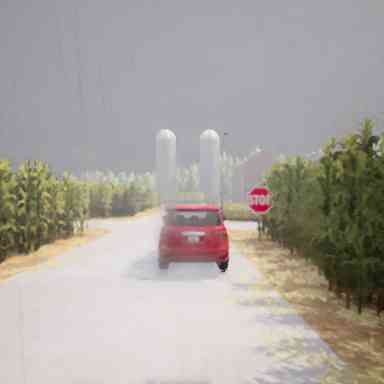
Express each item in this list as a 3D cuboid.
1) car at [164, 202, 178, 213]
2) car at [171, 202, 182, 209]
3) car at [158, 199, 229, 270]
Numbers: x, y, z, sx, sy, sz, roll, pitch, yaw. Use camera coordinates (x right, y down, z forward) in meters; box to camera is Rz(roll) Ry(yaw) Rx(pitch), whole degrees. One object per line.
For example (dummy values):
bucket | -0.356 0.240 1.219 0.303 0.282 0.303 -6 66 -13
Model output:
car | -3.183 2.294 51.028 1.882 1.535 5.008 0 -1 0
car | -3.117 2.661 66.215 1.895 1.301 4.718 0 -1 0
car | 0.061 1.437 11.941 2.150 2.045 5.566 0 -1 0
